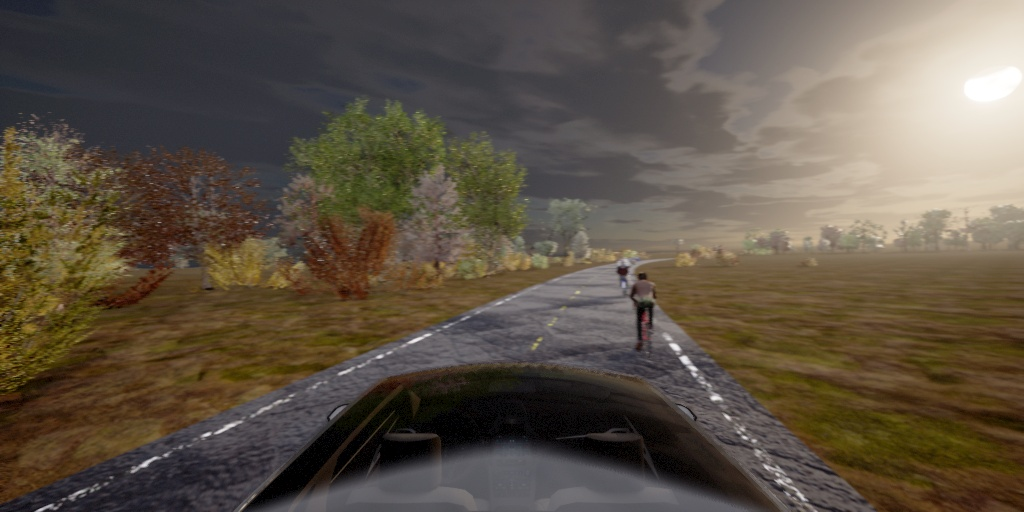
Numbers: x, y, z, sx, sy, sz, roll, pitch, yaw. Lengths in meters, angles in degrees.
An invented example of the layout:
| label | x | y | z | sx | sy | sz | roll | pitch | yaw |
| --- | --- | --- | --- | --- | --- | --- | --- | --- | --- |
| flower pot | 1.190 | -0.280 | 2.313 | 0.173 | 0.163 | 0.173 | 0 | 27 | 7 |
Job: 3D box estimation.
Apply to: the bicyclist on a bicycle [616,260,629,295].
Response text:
| label | x | y | z | sx | sy | sz | roll | pitch | yaw |
| --- | --- | --- | --- | --- | --- | --- | --- | --- | --- |
| bicyclist on a bicycle | 5.333 | 1.070 | 17.213 | 0.659 | 1.776 | 1.843 | -2 | 0 | 16 |

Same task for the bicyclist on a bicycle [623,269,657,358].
| label | x | y | z | sx | sy | sz | roll | pitch | yaw |
| --- | --- | --- | --- | --- | --- | --- | --- | --- | --- |
| bicyclist on a bicycle | 2.726 | 1.164 | 7.387 | 0.582 | 1.620 | 1.656 | -2 | -1 | 14 |

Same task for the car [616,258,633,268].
| label | x | y | z | sx | sy | sz | roll | pitch | yaw |
| --- | --- | --- | --- | --- | --- | --- | --- | --- | --- |
| car | 17.457 | 1.145 | 56.182 | 1.812 | 1.442 | 4.674 | -2 | 0 | 21 |
